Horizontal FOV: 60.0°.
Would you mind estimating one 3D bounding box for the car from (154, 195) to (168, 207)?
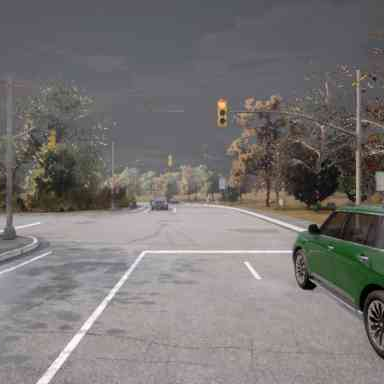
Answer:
[{"bbox_3d":[-5.311,1.507,56.529,2.150,2.045,5.566,0,-1,-7],"label":"car"}]

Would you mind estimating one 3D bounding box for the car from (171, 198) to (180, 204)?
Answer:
[{"bbox_3d":[-4.601,2.359,82.953,2.128,1.511,4.902,0,-1,-22],"label":"car"}]

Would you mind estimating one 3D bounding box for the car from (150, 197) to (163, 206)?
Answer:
[{"bbox_3d":[-7.468,1.916,68.967,2.097,1.767,4.553,0,-1,-13],"label":"car"}]

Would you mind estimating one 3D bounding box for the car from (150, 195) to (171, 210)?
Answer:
[{"bbox_3d":[-4.155,1.428,43.246,2.097,1.767,4.553,0,-1,-4],"label":"car"}]

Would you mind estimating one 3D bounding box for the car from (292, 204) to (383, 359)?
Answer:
[{"bbox_3d":[3.586,1.221,6.026,2.150,2.045,5.566,0,0,0],"label":"car"}]
